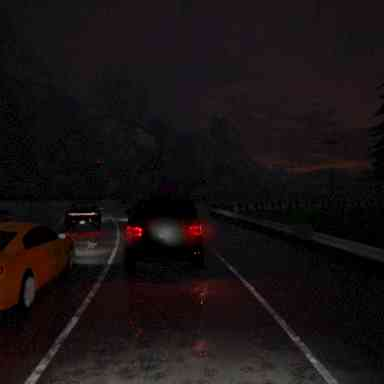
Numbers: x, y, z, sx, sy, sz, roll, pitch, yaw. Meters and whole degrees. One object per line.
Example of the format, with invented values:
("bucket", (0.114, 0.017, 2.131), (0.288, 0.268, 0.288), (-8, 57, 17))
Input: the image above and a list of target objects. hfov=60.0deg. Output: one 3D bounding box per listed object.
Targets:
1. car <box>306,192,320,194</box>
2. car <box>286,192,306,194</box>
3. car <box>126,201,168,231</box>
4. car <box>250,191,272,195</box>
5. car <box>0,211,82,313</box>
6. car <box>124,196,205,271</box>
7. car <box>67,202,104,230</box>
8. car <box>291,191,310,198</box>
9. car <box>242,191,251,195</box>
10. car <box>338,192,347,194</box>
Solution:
("car", (29.855, 0.738, 81.890), (5.357, 1.411, 2.033), (0, 1, -32))
("car", (20.458, 0.865, 69.302), (5.357, 1.411, 2.033), (0, 1, -21))
("car", (-2.948, 1.353, 20.800), (2.033, 1.411, 5.357), (0, 1, -14))
("car", (16.083, 0.828, 75.097), (4.181, 1.385, 1.994), (0, 1, -21))
("car", (-4.067, 1.411, 7.448), (1.882, 1.535, 5.008), (0, 0, -6))
("car", (-0.994, 1.119, 10.795), (2.150, 2.045, 5.566), (0, 1, -8))
("car", (-6.178, 1.315, 19.209), (2.128, 1.511, 4.902), (0, 1, -15))
("car", (27.662, 0.651, 84.639), (5.008, 1.535, 1.882), (0, 1, -32))
("car", (13.771, 0.606, 77.951), (4.553, 1.767, 2.097), (0, 1, -21))
("car", (34.567, 0.795, 76.622), (4.181, 1.385, 1.994), (0, 1, -32))
